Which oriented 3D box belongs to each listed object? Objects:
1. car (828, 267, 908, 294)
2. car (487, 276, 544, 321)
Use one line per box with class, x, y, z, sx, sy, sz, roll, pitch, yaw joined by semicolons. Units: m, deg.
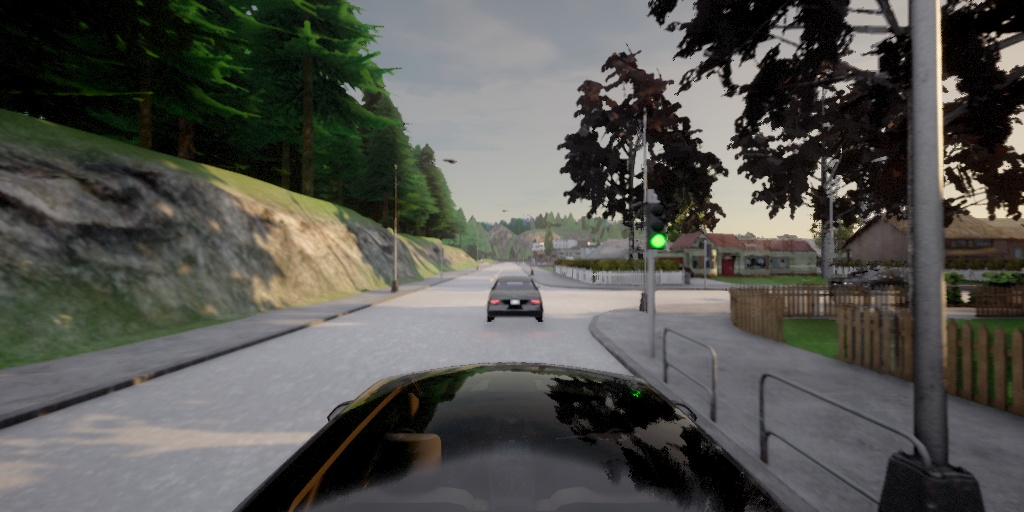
car;21.911;1.466;21.605;4.892;1.490;1.837;-1;-1;0
car;0.093;1.419;12.950;2.033;1.411;5.357;0;-1;0
